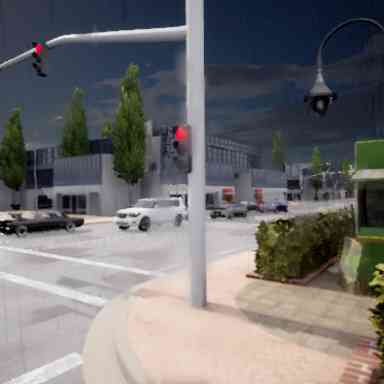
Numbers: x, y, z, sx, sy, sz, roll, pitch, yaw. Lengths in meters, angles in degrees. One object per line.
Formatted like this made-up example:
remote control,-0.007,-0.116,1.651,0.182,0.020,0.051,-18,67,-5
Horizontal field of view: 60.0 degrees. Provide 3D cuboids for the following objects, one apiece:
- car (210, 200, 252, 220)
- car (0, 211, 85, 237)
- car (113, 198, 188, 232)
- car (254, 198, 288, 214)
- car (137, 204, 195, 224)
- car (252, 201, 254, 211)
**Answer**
car,3.398,1.760,30.440,1.994,1.385,4.181,-1,-1,37
car,-8.980,1.848,19.887,1.895,1.301,4.718,-1,-1,39
car,-2.642,1.421,22.421,2.150,2.045,5.566,-1,-1,37
car,9.397,1.546,38.405,2.097,1.767,4.553,-1,-1,37
car,-2.113,1.791,28.945,2.033,1.411,5.357,-1,-1,37
car,6.498,1.766,40.357,1.812,1.442,4.674,-1,0,38
